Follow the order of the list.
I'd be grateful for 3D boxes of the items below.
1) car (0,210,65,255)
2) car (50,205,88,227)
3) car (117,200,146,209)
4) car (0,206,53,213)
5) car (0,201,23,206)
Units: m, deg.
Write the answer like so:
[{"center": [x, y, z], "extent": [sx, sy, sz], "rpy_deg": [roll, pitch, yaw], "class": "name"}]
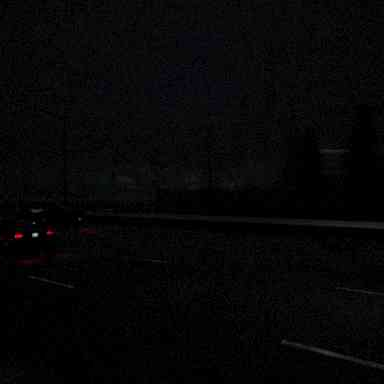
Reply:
[{"center": [-7.933, 1.694, 13.954], "extent": [5.357, 1.411, 2.033], "rpy_deg": [-1, 0, 36], "class": "car"}, {"center": [-9.531, 1.694, 23.693], "extent": [5.008, 1.535, 1.882], "rpy_deg": [-1, 0, 36], "class": "car"}, {"center": [-9.074, 1.929, 49.991], "extent": [4.181, 1.385, 1.994], "rpy_deg": [0, 0, -29], "class": "car"}, {"center": [-10.692, 1.770, 20.221], "extent": [4.181, 1.385, 1.994], "rpy_deg": [-1, 0, 36], "class": "car"}, {"center": [-25.088, 1.993, 44.350], "extent": [4.674, 1.442, 1.812], "rpy_deg": [-1, 0, -8], "class": "car"}]
